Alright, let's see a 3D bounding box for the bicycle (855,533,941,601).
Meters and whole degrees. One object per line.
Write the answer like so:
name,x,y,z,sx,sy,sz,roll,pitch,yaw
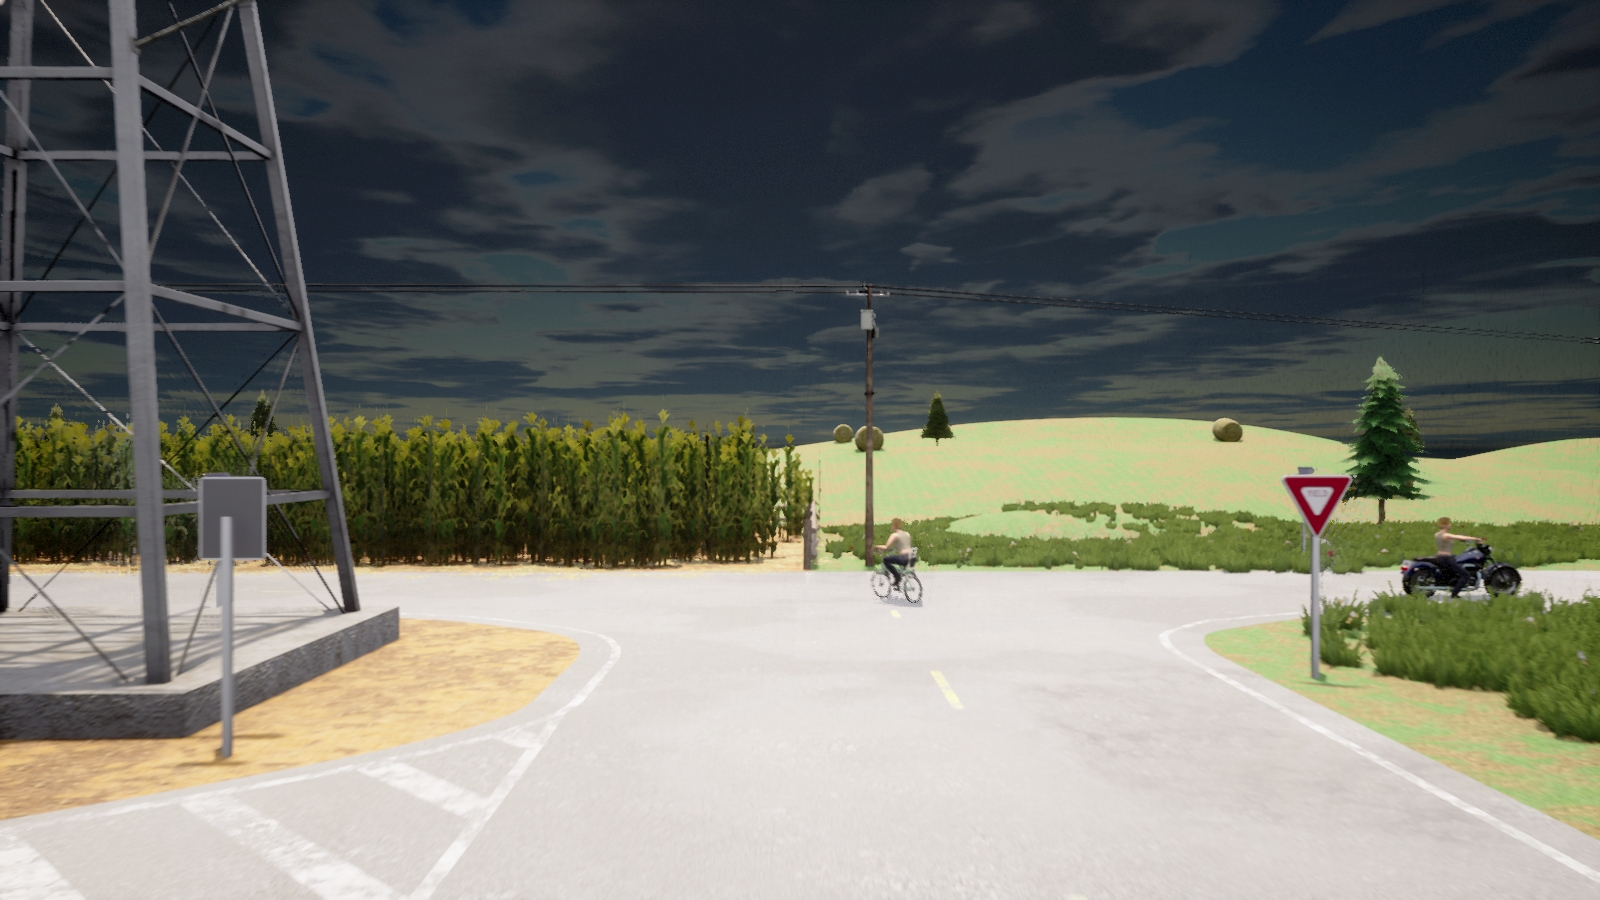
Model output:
bicycle,1.874,2.222,21.945,0.859,1.080,1.487,-3,2,-34
